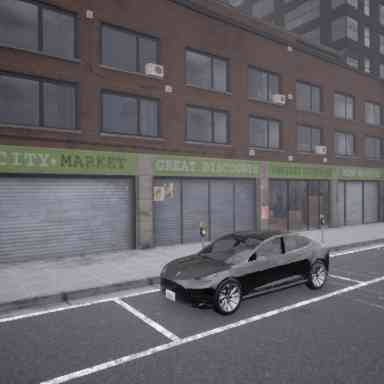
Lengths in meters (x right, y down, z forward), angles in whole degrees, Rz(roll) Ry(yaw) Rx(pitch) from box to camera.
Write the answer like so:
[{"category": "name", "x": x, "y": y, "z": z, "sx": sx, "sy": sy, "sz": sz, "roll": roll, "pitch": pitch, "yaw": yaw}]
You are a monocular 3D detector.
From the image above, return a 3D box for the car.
[{"category": "car", "x": 1.361, "y": 1.565, "z": 7.523, "sx": 4.313, "sy": 1.339, "sz": 1.947, "roll": 0, "pitch": -1, "yaw": -36}]
